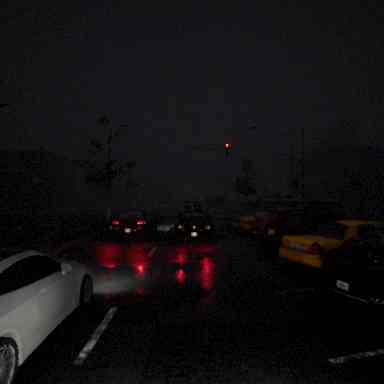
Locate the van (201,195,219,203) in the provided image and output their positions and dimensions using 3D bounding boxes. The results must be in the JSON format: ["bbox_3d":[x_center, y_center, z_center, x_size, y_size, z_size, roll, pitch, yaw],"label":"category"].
[{"bbox_3d":[4.985,1.885,92.020,4.442,1.987,1.878,1,-1,-20],"label":"van"}]

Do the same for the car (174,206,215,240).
[{"bbox_3d":[0.104,1.627,17.198,1.895,1.301,4.718,0,0,0],"label":"car"}]

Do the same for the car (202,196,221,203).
[{"bbox_3d":[5.121,1.912,89.092,4.553,1.767,2.185,1,-1,-20],"label":"car"}]

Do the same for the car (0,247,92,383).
[{"bbox_3d":[-2.900,1.528,4.787,1.812,1.442,4.674,0,0,0],"label":"car"}]

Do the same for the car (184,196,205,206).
[{"bbox_3d":[0.100,1.543,39.035,2.128,1.511,4.902,-1,1,0],"label":"car"}]

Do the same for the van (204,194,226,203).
[{"bbox_3d":[4.980,1.349,71.179,4.442,1.987,1.878,1,-1,-20],"label":"van"}]

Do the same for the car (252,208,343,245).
[{"bbox_3d":[5.099,1.537,12.983,4.792,1.488,2.163,1,0,-20],"label":"car"}]

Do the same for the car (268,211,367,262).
[{"bbox_3d":[5.246,1.500,10.053,5.366,1.575,1.946,1,0,-20],"label":"car"}]

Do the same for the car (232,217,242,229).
[{"bbox_3d":[4.902,1.515,18.869,5.366,1.575,1.946,1,0,-20],"label":"car"}]

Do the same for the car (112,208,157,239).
[{"bbox_3d":[-2.896,1.552,17.293,1.812,1.442,4.674,0,0,0],"label":"car"}]

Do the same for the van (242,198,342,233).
[{"bbox_3d":[4.968,1.287,15.911,4.442,1.987,1.878,1,0,-20],"label":"van"}]

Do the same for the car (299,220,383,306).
[{"bbox_3d":[5.065,1.498,7.006,4.892,1.521,2.231,1,0,-20],"label":"car"}]

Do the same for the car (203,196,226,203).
[{"bbox_3d":[5.082,1.694,74.196,4.674,1.452,2.002,1,-2,-20],"label":"car"}]

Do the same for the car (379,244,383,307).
[{"bbox_3d":[5.077,1.493,4.021,5.008,1.535,2.097,1,0,-20],"label":"car"}]

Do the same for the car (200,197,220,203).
[{"bbox_3d":[5.263,2.191,95.103,5.366,1.575,1.946,1,-2,-20],"label":"car"}]
